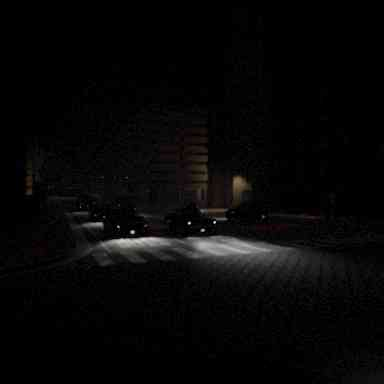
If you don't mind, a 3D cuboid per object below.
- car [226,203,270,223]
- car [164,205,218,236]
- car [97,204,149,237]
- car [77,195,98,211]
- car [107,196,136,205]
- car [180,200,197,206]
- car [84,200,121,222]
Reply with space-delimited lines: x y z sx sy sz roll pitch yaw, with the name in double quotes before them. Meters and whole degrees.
"car" 4.394 1.637 26.632 1.812 1.442 4.674 0 0 -22
"car" -0.180 1.707 19.542 1.895 1.301 4.718 0 0 -20
"car" -4.022 1.671 19.381 2.033 1.411 5.357 0 0 -22
"car" -14.158 1.464 44.503 2.150 2.045 5.566 0 0 -22
"car" -8.031 1.432 38.565 2.150 2.045 5.566 0 0 -22
"car" -0.370 1.699 38.135 1.812 1.442 4.674 1 0 -6
"car" -7.793 1.720 28.640 2.033 1.411 5.357 0 0 -22
